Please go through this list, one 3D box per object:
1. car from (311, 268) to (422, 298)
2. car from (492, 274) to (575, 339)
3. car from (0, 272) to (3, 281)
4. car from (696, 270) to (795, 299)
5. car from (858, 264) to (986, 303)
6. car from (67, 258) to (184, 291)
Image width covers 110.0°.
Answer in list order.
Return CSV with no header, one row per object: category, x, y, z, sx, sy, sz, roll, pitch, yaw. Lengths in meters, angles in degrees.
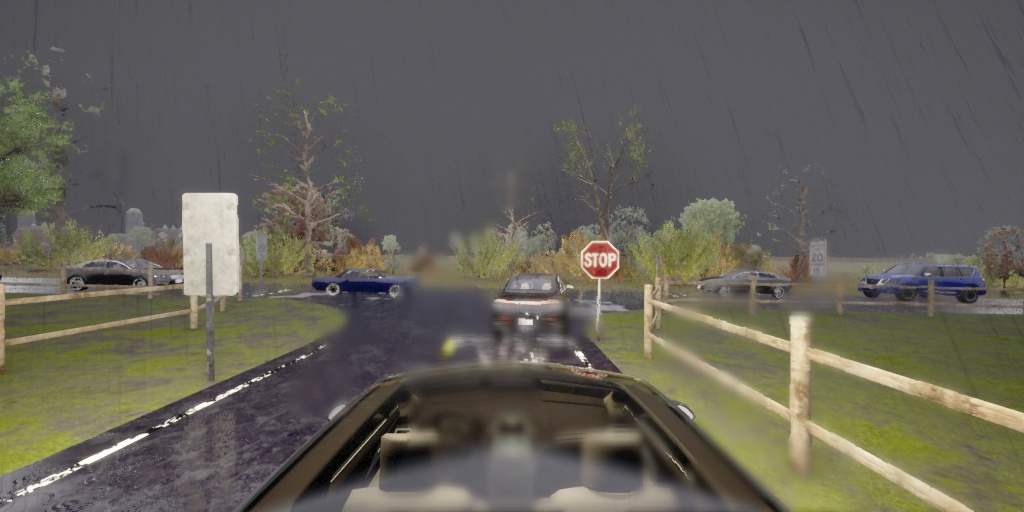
car,-6.812,1.248,17.242,4.718,1.301,1.895,1,1,0
car,0.712,1.240,10.206,2.128,1.511,4.902,0,0,9
car,-27.784,0.717,17.280,4.674,1.442,1.812,1,1,0
car,13.015,1.525,20.156,4.902,1.511,2.128,1,1,0
car,22.911,1.466,20.138,5.566,2.045,2.150,1,1,0
car,-18.480,0.885,17.266,4.902,1.511,2.128,1,1,0
